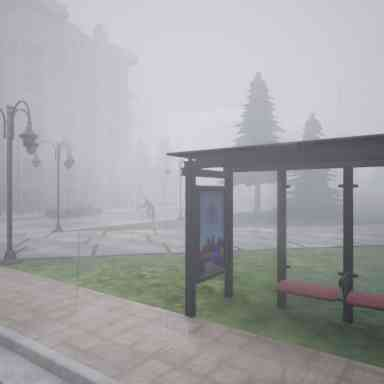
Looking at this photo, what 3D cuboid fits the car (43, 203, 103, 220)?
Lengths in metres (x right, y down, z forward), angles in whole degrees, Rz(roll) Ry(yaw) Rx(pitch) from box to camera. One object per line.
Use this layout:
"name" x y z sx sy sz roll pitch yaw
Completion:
"car" -9.901 1.588 27.938 1.895 1.301 4.718 0 0 36

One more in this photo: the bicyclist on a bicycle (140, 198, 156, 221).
"bicyclist on a bicycle" -3.253 1.287 24.354 1.656 1.620 0.582 0 0 36

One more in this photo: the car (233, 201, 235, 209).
"car" 2.957 1.207 39.281 2.150 2.045 5.566 0 0 37
